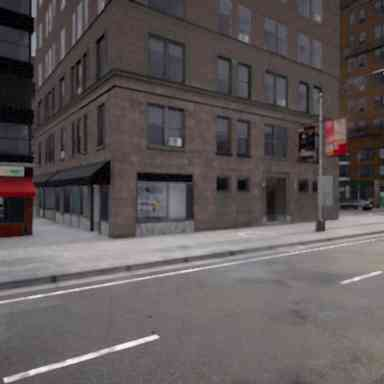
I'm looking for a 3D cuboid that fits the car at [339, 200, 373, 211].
[{"bbox_3d":[20.046,1.631,41.281,1.947,1.339,4.313,0,0,-35],"label":"car"}]
